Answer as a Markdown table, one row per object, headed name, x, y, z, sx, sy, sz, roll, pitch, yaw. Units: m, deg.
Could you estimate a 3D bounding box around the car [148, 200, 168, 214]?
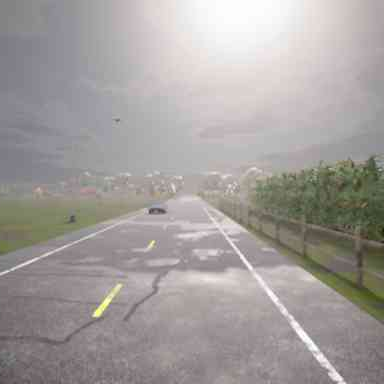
| name | x | y | z | sx | sy | sz | roll | pitch | yaw |
| --- | --- | --- | --- | --- | --- | --- | --- | --- | --- |
| car | -3.606 | 1.597 | 36.327 | 2.033 | 1.411 | 5.357 | 0 | 0 | 0 |
